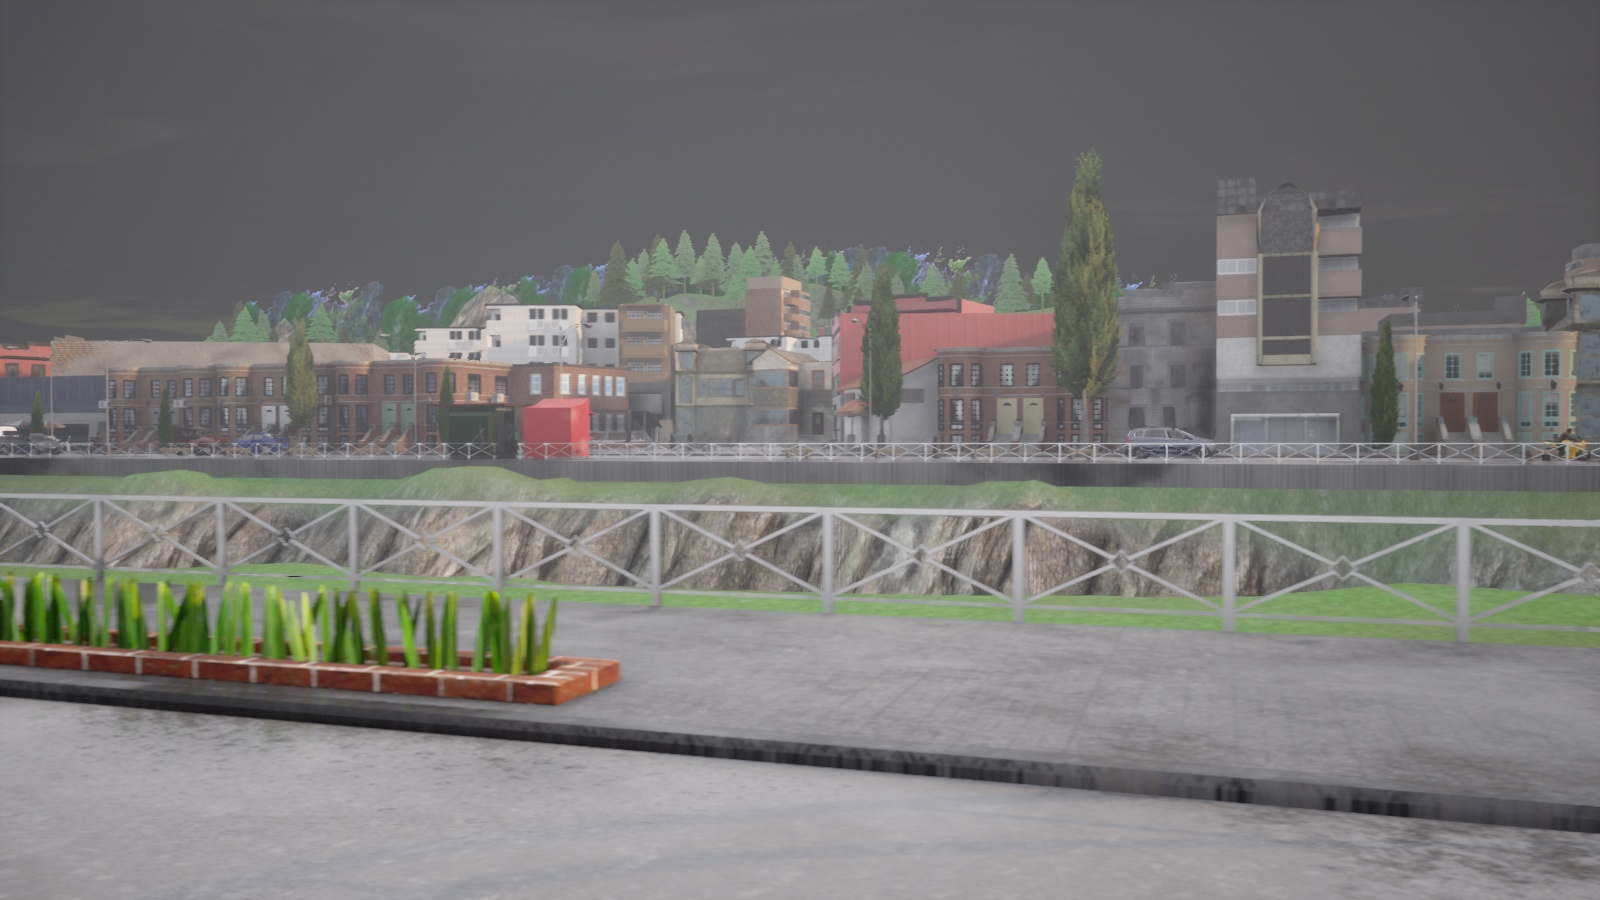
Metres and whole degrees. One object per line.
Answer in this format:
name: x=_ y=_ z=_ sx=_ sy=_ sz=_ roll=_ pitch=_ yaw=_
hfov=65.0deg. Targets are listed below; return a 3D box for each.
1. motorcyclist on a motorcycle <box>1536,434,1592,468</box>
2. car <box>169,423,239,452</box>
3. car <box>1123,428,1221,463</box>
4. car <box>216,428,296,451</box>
motorcyclist on a motorcycle: x=34.765 y=0.024 z=57.139 sx=2.044 sy=1.523 sz=0.797 roll=0 pitch=1 yaw=19
car: x=-38.859 y=-0.835 z=81.882 sx=3.866 sy=1.878 sz=1.905 roll=1 pitch=1 yaw=19
car: x=18.543 y=-0.262 z=62.589 sx=4.611 sy=1.667 sz=2.242 roll=1 pitch=1 yaw=19
car: x=-37.025 y=-0.704 z=85.487 sx=5.008 sy=1.535 sz=1.882 roll=1 pitch=1 yaw=19
